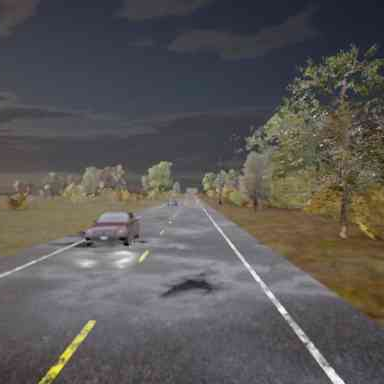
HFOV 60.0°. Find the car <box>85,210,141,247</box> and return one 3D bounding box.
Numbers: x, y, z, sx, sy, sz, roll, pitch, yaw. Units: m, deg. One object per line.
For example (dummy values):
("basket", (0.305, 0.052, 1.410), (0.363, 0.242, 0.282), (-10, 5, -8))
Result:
("car", (-3.593, 1.634, 15.848), (1.812, 1.442, 4.674), (0, 0, 0))

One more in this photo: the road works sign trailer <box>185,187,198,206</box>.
("road works sign trailer", (-0.011, 0.851, 65.280), (2.380, 3.560, 2.880), (0, 0, 0))

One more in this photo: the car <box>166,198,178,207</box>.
("car", (-3.553, 1.846, 58.830), (2.128, 1.511, 4.902), (0, 0, 1))
